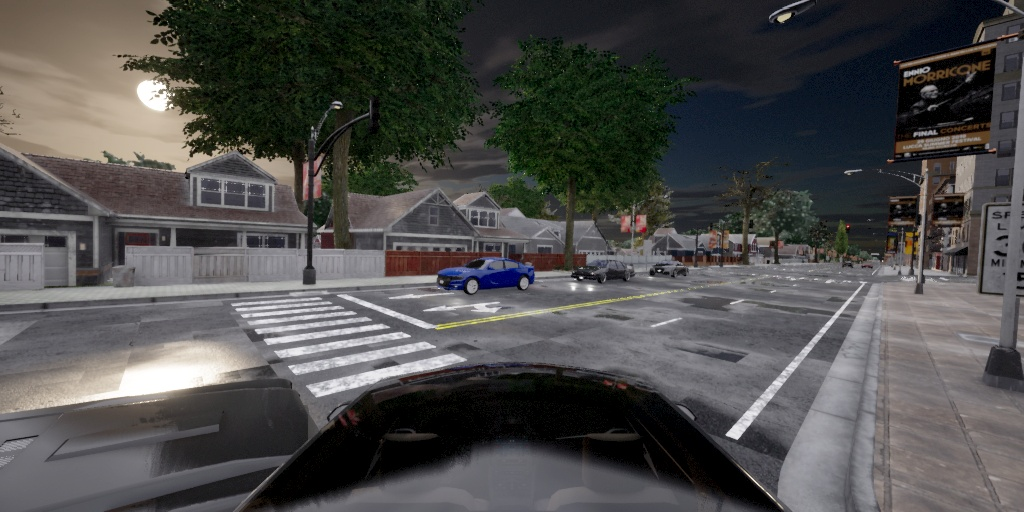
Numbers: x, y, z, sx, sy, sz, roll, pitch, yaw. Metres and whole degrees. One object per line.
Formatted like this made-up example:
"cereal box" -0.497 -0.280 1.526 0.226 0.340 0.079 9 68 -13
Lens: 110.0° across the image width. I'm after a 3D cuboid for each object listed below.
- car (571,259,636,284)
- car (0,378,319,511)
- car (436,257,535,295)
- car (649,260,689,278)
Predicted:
"car" 6.097 0.938 23.396 5.357 1.411 2.033 0 2 -44
"car" -3.313 1.286 1.311 4.718 1.301 1.895 1 2 -34
"car" -1.084 0.807 16.492 5.008 1.535 1.882 0 2 -44
"car" 13.310 1.019 30.301 4.181 1.385 1.994 0 2 -44
